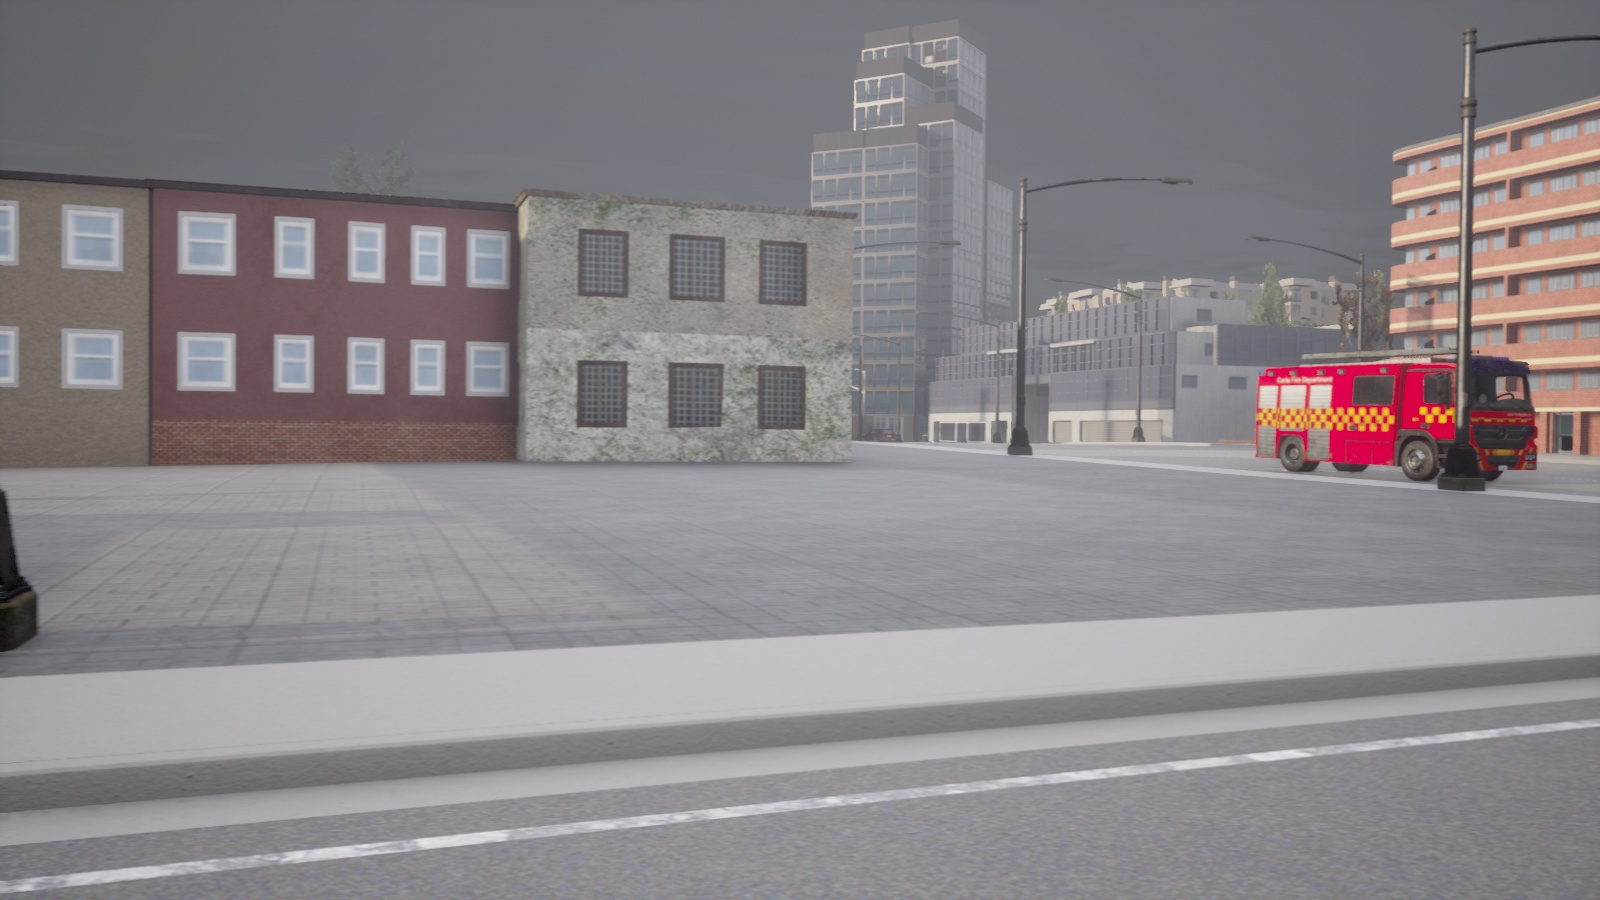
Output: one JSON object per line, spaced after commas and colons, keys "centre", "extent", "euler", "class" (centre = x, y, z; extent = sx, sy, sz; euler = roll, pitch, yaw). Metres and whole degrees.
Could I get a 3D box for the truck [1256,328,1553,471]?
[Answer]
{"centre": [17.908, -1.495, 38.067], "extent": [2.891, 3.827, 8.468], "euler": [-1, 2, -20], "class": "truck"}
